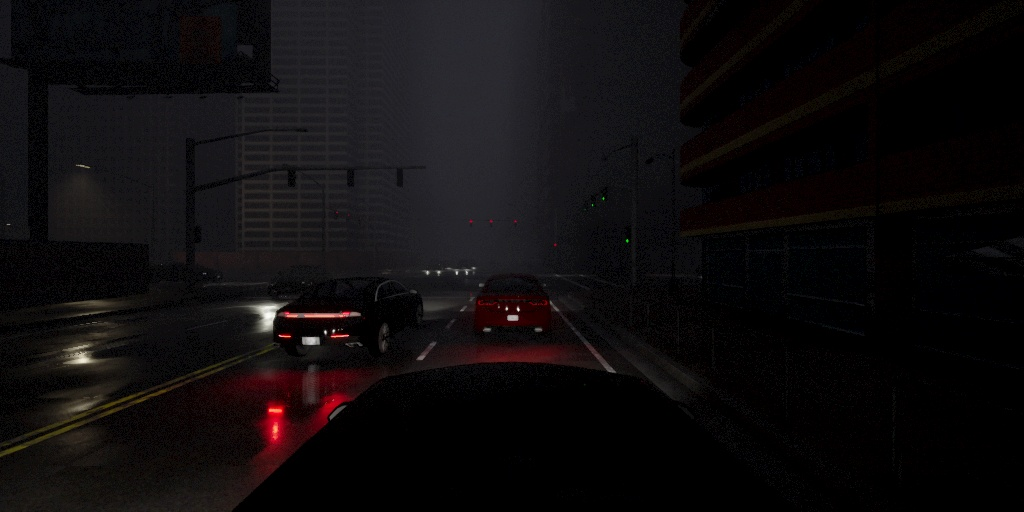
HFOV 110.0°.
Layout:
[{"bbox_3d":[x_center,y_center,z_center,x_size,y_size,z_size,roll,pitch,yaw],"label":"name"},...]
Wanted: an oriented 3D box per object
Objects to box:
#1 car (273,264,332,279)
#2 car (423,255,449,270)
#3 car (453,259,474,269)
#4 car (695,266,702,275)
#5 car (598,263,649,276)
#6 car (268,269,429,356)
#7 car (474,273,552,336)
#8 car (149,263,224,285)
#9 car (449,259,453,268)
[{"bbox_3d":[-10.823,1.228,18.757,1.882,1.535,5.008,1,0,-14],"label":"car"},{"bbox_3d":[-10.952,1.102,51.728,2.097,1.767,4.553,0,0,0],"label":"car"},{"bbox_3d":[-7.477,1.255,55.636,1.837,1.490,4.892,0,0,0],"label":"car"},{"bbox_3d":[21.460,1.228,36.714,5.008,1.535,1.882,0,0,0],"label":"car"},{"bbox_3d":[11.333,1.351,36.766,4.718,1.301,1.895,0,0,2],"label":"car"},{"bbox_3d":[-3.475,1.242,8.573,2.128,1.511,4.902,0,0,-1],"label":"car"},{"bbox_3d":[0.014,1.228,10.461,1.882,1.535,5.008,0,0,0],"label":"car"},{"bbox_3d":[-23.721,1.241,25.977,4.902,1.511,2.128,0,0,0],"label":"car"},{"bbox_3d":[-10.998,1.297,61.927,2.033,1.411,5.357,0,0,0],"label":"car"}]
